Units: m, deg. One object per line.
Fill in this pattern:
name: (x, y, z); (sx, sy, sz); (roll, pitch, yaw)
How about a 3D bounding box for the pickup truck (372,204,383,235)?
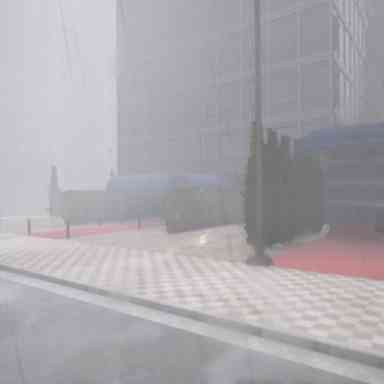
pickup truck: (8.694, 1.042, 9.487); (2.390, 2.098, 6.274); (0, 0, -24)
